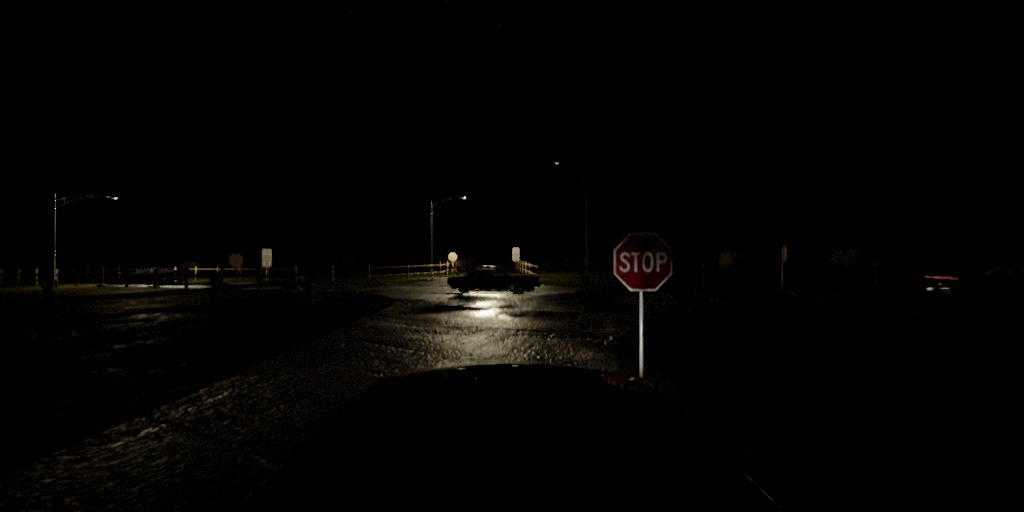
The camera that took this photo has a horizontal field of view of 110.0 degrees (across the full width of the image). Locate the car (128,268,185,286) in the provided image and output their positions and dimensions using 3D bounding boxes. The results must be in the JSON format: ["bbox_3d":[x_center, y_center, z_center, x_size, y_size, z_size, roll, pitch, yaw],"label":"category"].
[{"bbox_3d":[-29.657,1.706,29.931,5.357,1.411,2.033,-1,-1,21],"label":"car"}]

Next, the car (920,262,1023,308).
[{"bbox_3d":[17.113,0.938,11.882,4.902,1.511,2.128,-1,-1,21],"label":"car"}]

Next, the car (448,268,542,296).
[{"bbox_3d":[-0.876,1.306,18.823,4.718,1.301,1.895,-1,-1,21],"label":"car"}]
